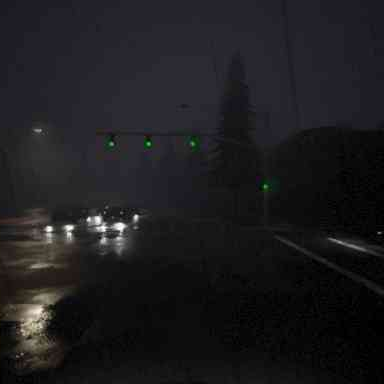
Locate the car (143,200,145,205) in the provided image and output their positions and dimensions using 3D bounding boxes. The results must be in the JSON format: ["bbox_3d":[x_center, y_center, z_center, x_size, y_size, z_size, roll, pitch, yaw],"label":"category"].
[{"bbox_3d":[-11.141,2.055,61.825,1.837,1.490,4.892,0,-1,-35],"label":"car"}]

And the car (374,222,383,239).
[{"bbox_3d":[11.046,1.645,15.355,4.892,1.490,1.837,0,-1,0],"label":"car"}]

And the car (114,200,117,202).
[{"bbox_3d":[-12.712,1.923,48.621,2.128,1.511,4.902,0,0,-20],"label":"car"}]

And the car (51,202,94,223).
[{"bbox_3d":[-10.272,1.730,28.355,1.882,1.535,5.008,0,-1,-1],"label":"car"}]

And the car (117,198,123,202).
[{"bbox_3d":[-9.557,1.924,50.158,1.882,1.535,5.008,0,-1,-20],"label":"car"}]

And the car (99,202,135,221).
[{"bbox_3d":[-6.788,1.874,30.592,1.895,1.301,4.718,0,-1,-1],"label":"car"}]

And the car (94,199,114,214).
[{"bbox_3d":[-10.583,1.827,37.725,2.128,1.511,4.902,0,-1,-4],"label":"car"}]

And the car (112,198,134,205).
[{"bbox_3d":[-14.882,2.014,71.833,4.902,1.511,2.128,0,-1,43],"label":"car"}]

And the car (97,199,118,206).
[{"bbox_3d":[-17.699,2.107,69.684,4.718,1.301,1.895,0,-1,43],"label":"car"}]

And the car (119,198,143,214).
[{"bbox_3d":[-7.253,1.858,39.691,1.837,1.490,4.892,0,-1,-6],"label":"car"}]

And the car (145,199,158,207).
[{"bbox_3d":[-8.300,2.060,63.865,2.128,1.511,4.902,0,-1,-35],"label":"car"}]
